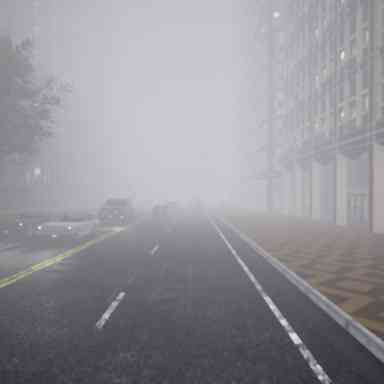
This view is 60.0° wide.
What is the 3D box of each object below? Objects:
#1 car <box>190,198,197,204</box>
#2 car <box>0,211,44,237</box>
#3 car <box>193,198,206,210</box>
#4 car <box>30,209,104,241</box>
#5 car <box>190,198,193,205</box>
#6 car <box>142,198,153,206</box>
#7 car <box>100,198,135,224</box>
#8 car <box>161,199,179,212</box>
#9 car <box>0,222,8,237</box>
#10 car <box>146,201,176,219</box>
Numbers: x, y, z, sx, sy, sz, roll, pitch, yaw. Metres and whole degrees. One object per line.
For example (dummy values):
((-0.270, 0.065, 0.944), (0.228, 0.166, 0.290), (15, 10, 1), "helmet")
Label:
((0.489, 2.368, 88.250), (1.837, 1.490, 4.892), (0, -1, 0), "car")
((-9.745, 1.816, 19.719), (1.895, 1.301, 4.718), (0, -1, 0), "car")
((1.436, 2.131, 55.127), (1.801, 1.575, 5.366), (0, -1, 0), "car")
((-6.508, 1.804, 17.948), (1.895, 1.301, 4.718), (0, -1, 0), "car")
((0.406, 2.246, 73.931), (2.033, 1.411, 5.357), (0, -1, 0), "car")
((-9.358, 2.169, 71.610), (2.097, 1.767, 4.553), (0, -1, 0), "car")
((-6.404, 1.557, 28.701), (2.150, 2.045, 5.566), (0, -1, 1), "car")
((-2.898, 2.045, 47.119), (1.882, 1.535, 5.008), (0, 0, 0), "car")
((-6.575, 1.642, 7.851), (1.994, 1.385, 4.181), (0, -1, 0), "car")
((-2.992, 1.949, 33.274), (2.033, 1.411, 5.357), (0, -1, 0), "car")
